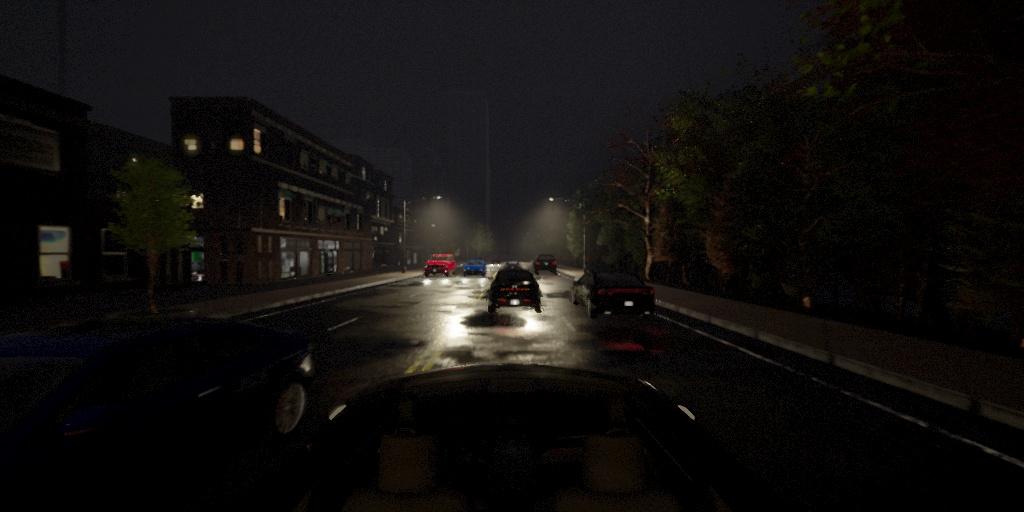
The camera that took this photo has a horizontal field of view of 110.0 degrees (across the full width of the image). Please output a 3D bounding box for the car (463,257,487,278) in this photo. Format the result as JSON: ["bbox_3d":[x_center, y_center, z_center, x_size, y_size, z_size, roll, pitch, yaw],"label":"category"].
[{"bbox_3d":[-3.350,1.126,33.139,1.882,1.535,5.008,0,0,0],"label":"car"}]

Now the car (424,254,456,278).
[{"bbox_3d":[-6.602,0.868,33.409,2.150,2.045,5.566,0,0,0],"label":"car"}]

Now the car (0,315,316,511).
[{"bbox_3d":[-3.318,1.273,2.640,1.812,1.442,4.674,0,0,0],"label":"car"}]

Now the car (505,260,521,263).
[{"bbox_3d":[0.085,1.187,41.093,1.994,1.385,4.181,0,0,0],"label":"car"}]

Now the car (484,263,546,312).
[{"bbox_3d":[0.096,1.218,14.013,1.837,1.490,4.892,0,1,0],"label":"car"}]

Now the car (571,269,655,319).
[{"bbox_3d":[3.349,1.193,12.754,1.882,1.535,5.008,0,0,0],"label":"car"}]

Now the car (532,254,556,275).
[{"bbox_3d":[3.336,0.857,37.557,2.150,2.045,5.566,0,0,0],"label":"car"}]
